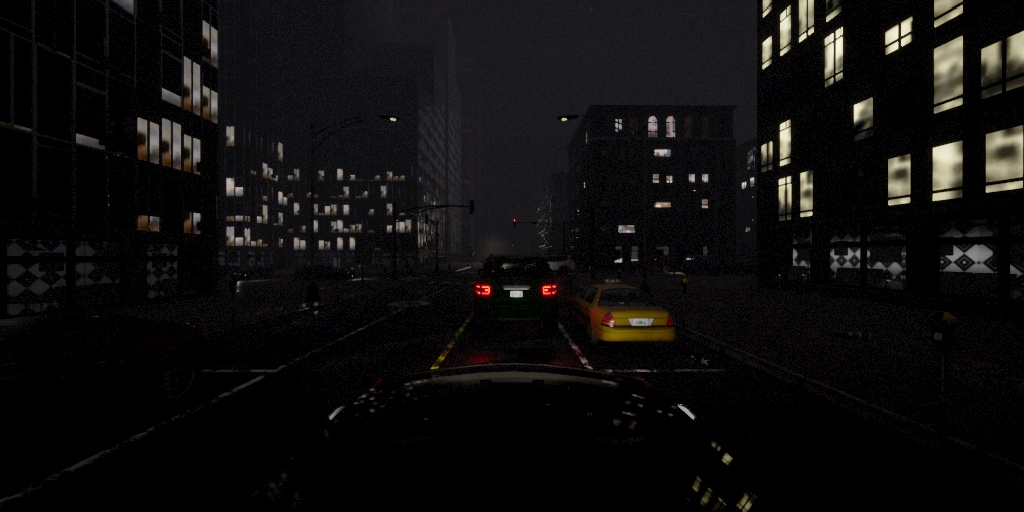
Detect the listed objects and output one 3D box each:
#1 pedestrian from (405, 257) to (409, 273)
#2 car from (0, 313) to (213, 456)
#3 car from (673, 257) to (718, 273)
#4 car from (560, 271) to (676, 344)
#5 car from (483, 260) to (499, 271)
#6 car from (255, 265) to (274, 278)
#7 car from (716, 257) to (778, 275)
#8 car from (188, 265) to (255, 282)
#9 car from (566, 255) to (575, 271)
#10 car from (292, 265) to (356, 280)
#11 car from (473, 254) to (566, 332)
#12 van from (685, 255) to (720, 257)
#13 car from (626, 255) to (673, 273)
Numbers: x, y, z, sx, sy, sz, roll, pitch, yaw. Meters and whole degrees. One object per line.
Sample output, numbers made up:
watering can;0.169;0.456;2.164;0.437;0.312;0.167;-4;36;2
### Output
pedestrian;-12.371;1.020;42.257;0.375;1.860;0.375;0;1;-1
car;-5.316;1.332;3.695;1.802;1.307;4.207;0;0;0
car;19.565;1.045;37.220;4.181;1.385;1.994;-1;0;0
car;2.561;1.275;9.429;1.751;1.417;4.829;0;0;0
car;-2.861;1.299;50.632;2.033;1.411;5.357;0;0;-1
car;-28.422;1.648;39.064;4.403;1.370;2.007;0;0;-1
car;21.071;1.019;31.823;4.507;1.381;1.888;0;0;-1
car;-27.521;1.602;33.694;4.892;1.490;1.837;-1;0;-1
car;3.682;0.907;37.047;5.566;2.045;2.150;0;0;-1
car;-17.707;1.514;33.824;5.357;1.411;2.033;-1;0;-1
car;0.094;0.971;10.983;2.150;2.045;5.566;0;0;0
van;20.959;0.800;39.703;3.998;1.789;1.690;0;0;-1
car;15.304;0.844;39.641;5.009;1.841;2.192;0;0;-1
